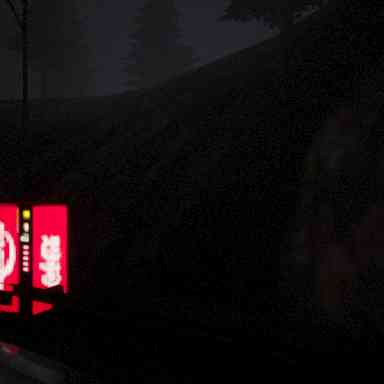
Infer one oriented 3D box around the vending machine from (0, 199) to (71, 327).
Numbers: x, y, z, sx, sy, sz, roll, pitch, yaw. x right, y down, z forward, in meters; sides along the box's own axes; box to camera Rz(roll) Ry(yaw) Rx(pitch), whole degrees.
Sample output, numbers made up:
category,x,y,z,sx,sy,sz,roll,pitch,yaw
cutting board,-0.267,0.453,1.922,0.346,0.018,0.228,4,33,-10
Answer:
category,x,y,z,sx,sy,sz,roll,pitch,yaw
vending machine,-3.006,1.195,6.228,0.880,2.100,1.100,0,0,29
